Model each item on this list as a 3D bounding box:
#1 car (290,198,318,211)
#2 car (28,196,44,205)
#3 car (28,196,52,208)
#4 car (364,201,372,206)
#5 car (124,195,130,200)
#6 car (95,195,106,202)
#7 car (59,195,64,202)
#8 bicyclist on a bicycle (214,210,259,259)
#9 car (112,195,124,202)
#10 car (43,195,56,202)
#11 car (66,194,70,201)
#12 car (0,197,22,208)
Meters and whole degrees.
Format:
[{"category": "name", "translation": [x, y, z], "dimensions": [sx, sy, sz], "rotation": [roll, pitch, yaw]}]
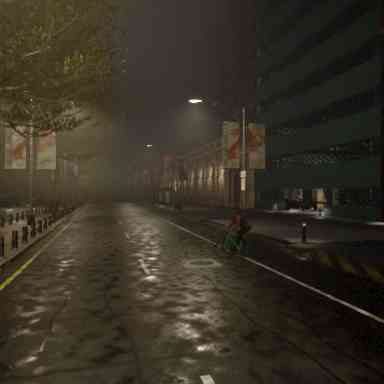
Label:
[{"category": "car", "translation": [12.642, 1.413, 38.946], "dimensions": [2.161, 1.482, 4.786], "rotation": [0, 0, -15]}, {"category": "car", "translation": [-29.047, 1.478, 61.989], "dimensions": [1.882, 1.535, 5.008], "rotation": [0, 0, -15]}, {"category": "car", "translation": [-21.727, 1.506, 47.820], "dimensions": [1.837, 1.490, 4.892], "rotation": [0, 0, -15]}, {"category": "car", "translation": [23.954, 1.463, 41.554], "dimensions": [1.895, 1.301, 4.718], "rotation": [0, 0, -15]}, {"category": "car", "translation": [-18.375, 1.595, 92.758], "dimensions": [1.895, 1.301, 4.718], "rotation": [0, 0, -15]}, {"category": "car", "translation": [-20.288, 1.500, 73.778], "dimensions": [1.837, 1.490, 4.892], "rotation": [0, 0, -15]}, {"category": "car", "translation": [-25.608, 1.560, 62.651], "dimensions": [1.994, 1.385, 4.181], "rotation": [0, 0, -15]}, {"category": "bicyclist on a bicycle", "translation": [1.517, 1.443, 11.200], "dimensions": [1.656, 1.620, 0.582], "rotation": [0, 0, -15]}, {"category": "car", "translation": [-16.627, 1.478, 73.648], "dimensions": [1.882, 1.535, 5.008], "rotation": [0, 0, -15]}, {"category": "car", "translation": [-33.092, 1.539, 77.146], "dimensions": [2.033, 1.411, 5.357], "rotation": [0, 0, -15]}, {"category": "car", "translation": [-29.647, 1.355, 77.811], "dimensions": [2.097, 1.767, 4.553], "rotation": [0, 0, -15]}, {"category": "car", "translation": [-25.547, 1.506, 46.845], "dimensions": [1.837, 1.490, 4.892], "rotation": [1, -1, -6]}]
